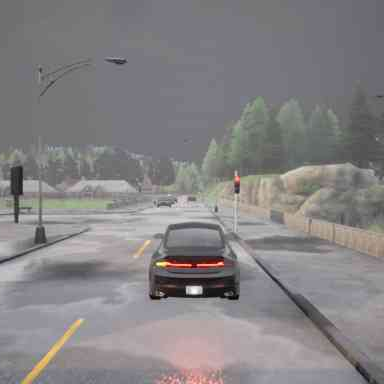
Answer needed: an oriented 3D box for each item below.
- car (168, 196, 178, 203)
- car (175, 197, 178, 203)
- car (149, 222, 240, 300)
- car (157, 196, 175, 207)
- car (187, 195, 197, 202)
[{"bbox_3d":[-4.019,1.594,69.926,1.895,1.301,4.718,0,0,0],"label":"car"},{"bbox_3d":[-4.094,1.504,59.744,1.837,1.490,4.892,0,0,0],"label":"car"},{"bbox_3d":[0.058,1.505,8.363,1.837,1.490,4.892,0,0,0],"label":"car"},{"bbox_3d":[-4.109,1.564,49.729,1.994,1.385,4.181,0,0,0],"label":"car"},{"bbox_3d":[-0.020,1.323,70.981,1.882,1.535,5.008,0,0,0],"label":"car"}]
